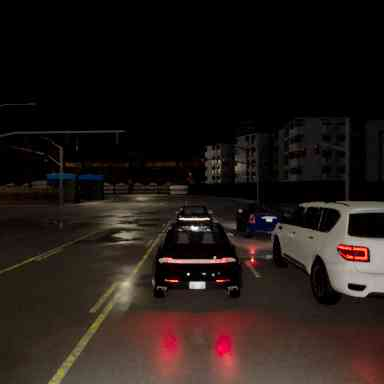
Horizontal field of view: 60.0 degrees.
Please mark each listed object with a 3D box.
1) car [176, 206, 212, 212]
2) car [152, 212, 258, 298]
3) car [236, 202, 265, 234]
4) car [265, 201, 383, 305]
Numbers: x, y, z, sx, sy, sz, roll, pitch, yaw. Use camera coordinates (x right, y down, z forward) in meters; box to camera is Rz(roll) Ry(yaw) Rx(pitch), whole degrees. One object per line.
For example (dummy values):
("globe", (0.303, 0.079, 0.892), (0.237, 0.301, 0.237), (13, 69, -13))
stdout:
("car", (0.115, 1.473, 17.953), (2.128, 1.511, 4.902), (0, 0, 0))
("car", (0.104, 1.499, 8.541), (2.128, 1.511, 4.902), (0, 0, 0))
("car", (3.613, 1.328, 17.676), (2.097, 1.767, 4.553), (0, 0, 0))
("car", (3.596, 1.220, 8.252), (2.150, 2.045, 5.566), (0, 0, 0))
